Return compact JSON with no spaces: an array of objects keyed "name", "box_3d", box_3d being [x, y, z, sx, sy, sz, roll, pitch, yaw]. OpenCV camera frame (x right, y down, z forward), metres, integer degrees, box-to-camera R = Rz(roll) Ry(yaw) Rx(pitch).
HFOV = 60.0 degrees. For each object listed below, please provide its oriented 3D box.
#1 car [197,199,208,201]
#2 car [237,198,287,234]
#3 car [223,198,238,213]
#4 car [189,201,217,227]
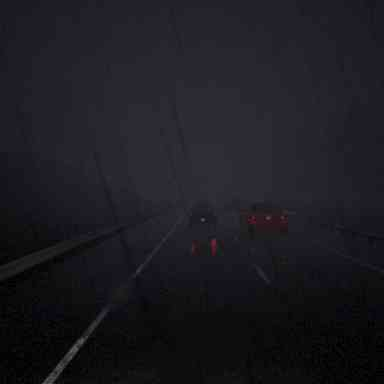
[{"name":"car","box_3d":[1.346,1.638,41.388,1.837,1.490,4.892,0,0,2]},{"name":"car","box_3d":[4.152,1.420,19.874,2.097,1.767,4.553,0,0,2]},{"name":"car","box_3d":[4.760,1.480,38.674,2.097,1.767,4.553,0,0,2]},{"name":"car","box_3d":[0.757,1.601,23.406,1.812,1.442,4.674,0,0,2]}]
